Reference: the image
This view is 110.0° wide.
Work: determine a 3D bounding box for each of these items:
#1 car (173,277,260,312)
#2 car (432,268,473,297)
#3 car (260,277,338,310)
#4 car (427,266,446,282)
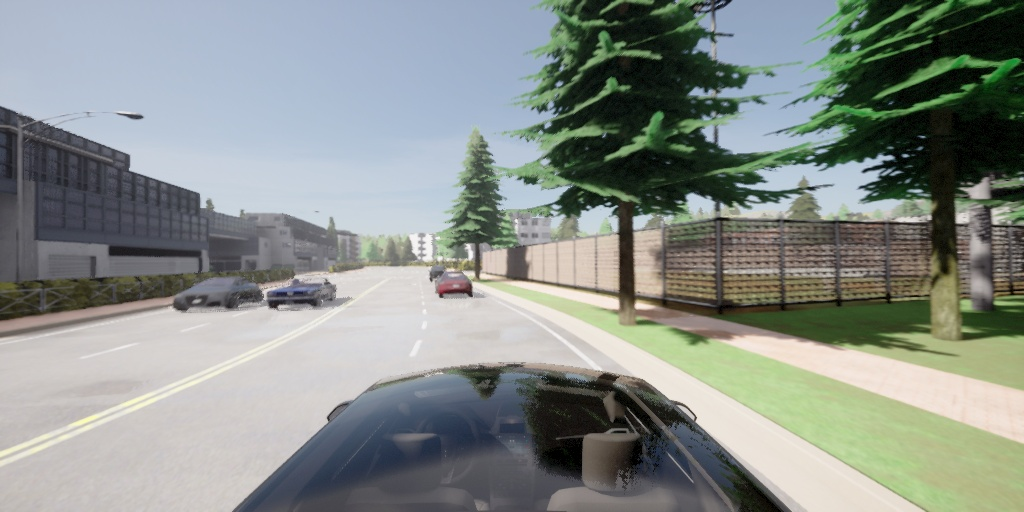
[{"bbox_3d":[-13.165,1.655,16.334,1.994,1.385,4.181,0,-1,-15],"label":"car"},{"bbox_3d":[-3.507,1.612,21.370,1.994,1.385,4.181,0,-1,-14],"label":"car"},{"bbox_3d":[-9.686,1.660,16.866,1.895,1.301,4.718,0,-1,-15],"label":"car"},{"bbox_3d":[-7.618,1.806,37.184,1.837,1.490,4.892,0,-1,-15],"label":"car"}]
